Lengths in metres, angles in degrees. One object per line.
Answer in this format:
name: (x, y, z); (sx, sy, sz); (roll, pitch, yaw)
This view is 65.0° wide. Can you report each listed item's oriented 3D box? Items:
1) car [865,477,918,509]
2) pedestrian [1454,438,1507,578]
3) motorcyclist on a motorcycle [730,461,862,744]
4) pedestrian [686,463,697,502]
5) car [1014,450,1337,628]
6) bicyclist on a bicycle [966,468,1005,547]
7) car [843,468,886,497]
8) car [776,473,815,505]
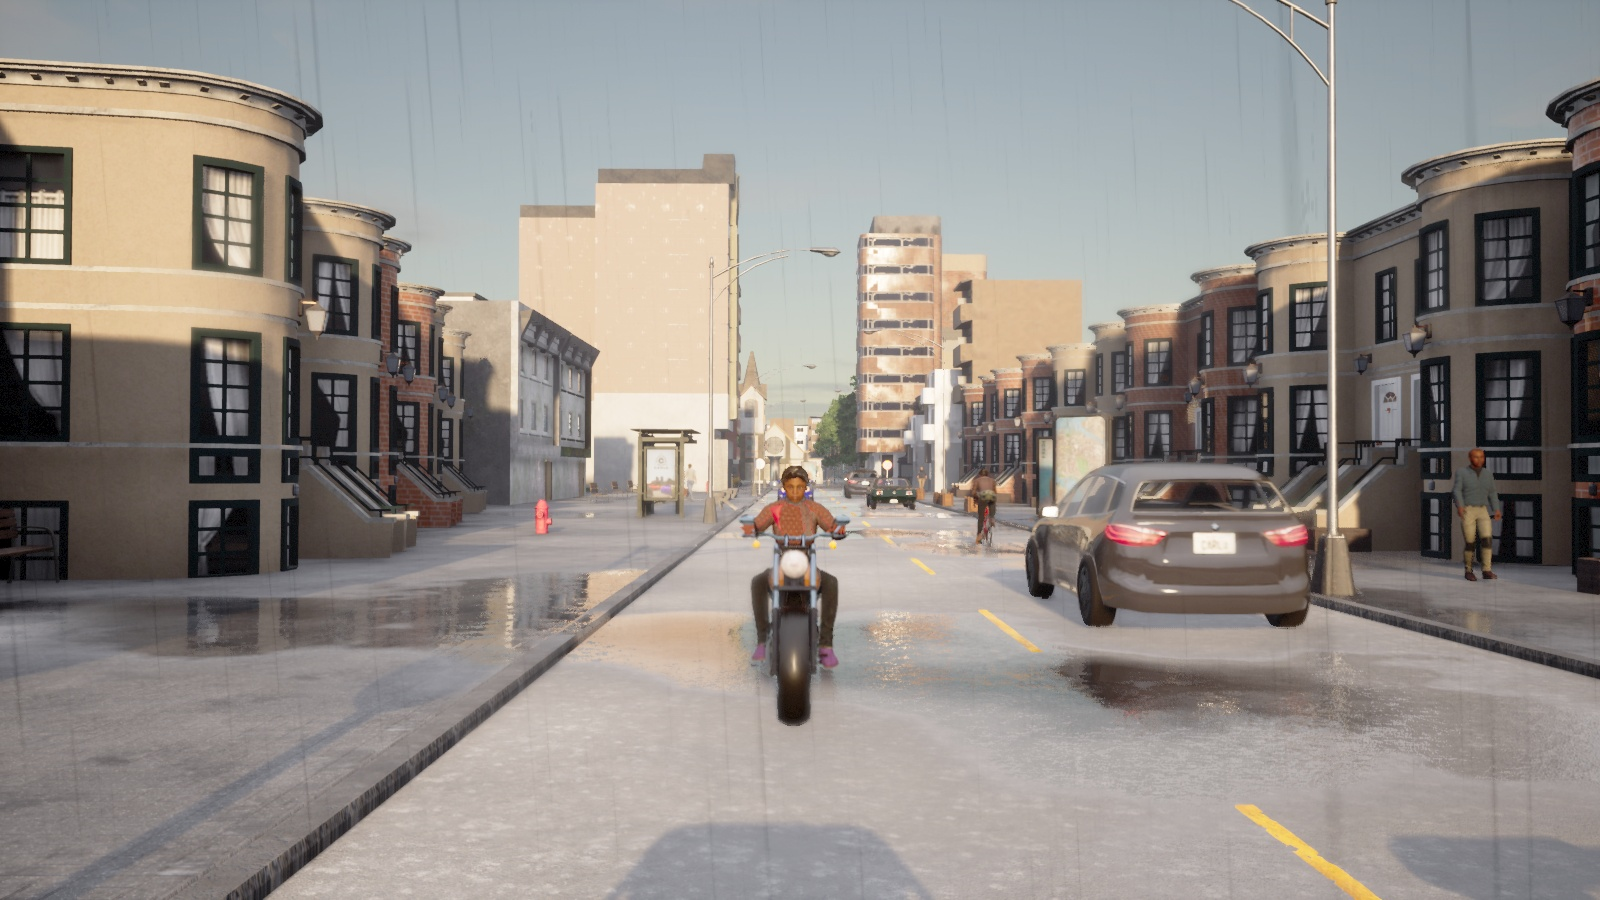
car: (3.829, 1.792, 53.257); (1.895, 1.301, 4.718); (0, -1, 0)
pedestrian: (9.123, 0.770, 16.848); (0.370, 1.835, 0.726); (0, -1, 8)
motorcyclist on a motorcycle: (-0.029, 0.908, 8.530); (0.766, 1.649, 2.350); (0, -1, 0)
pedestrian: (-5.224, 1.555, 60.262); (0.354, 1.836, 0.706); (0, -1, -21)
car: (3.953, 0.881, 14.207); (2.242, 1.667, 4.611); (0, -1, 0)
bicyclist on a bicycle: (3.913, 1.197, 26.593); (0.582, 1.620, 1.656); (0, -1, 0)
car: (3.746, 1.879, 73.754); (2.242, 1.667, 4.611); (0, -1, 0)
car: (-0.196, 1.847, 60.795); (1.816, 1.474, 4.193); (0, -1, 0)
